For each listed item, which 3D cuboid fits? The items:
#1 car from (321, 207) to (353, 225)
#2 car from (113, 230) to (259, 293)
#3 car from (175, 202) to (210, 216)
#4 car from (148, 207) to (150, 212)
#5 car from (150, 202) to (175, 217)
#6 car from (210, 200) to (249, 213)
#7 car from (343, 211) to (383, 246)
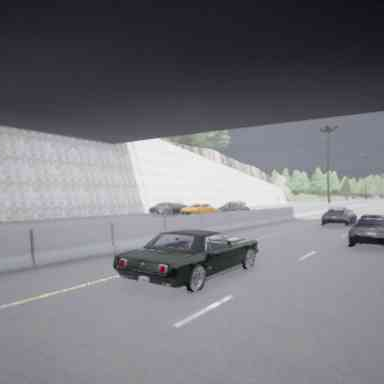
[{"bbox_3d":[11.619,1.867,26.216,1.994,1.385,4.181,0,-1,34],"label":"car"},{"bbox_3d":[0.164,1.712,9.357,1.895,1.301,4.718,0,-1,34],"label":"car"},{"bbox_3d":[0.695,1.895,35.380,1.882,1.535,5.008,-1,-1,34],"label":"car"},{"bbox_3d":[-3.409,2.001,41.775,1.837,1.490,4.892,-1,-1,34],"label":"car"},{"bbox_3d":[-1.999,1.936,37.641,2.128,1.511,4.902,0,-1,34],"label":"car"},{"bbox_3d":[4.154,1.754,34.237,2.097,1.767,4.553,0,-1,34],"label":"car"},{"bbox_3d":[8.684,1.745,15.667,1.994,1.385,4.181,0,-1,34],"label":"car"}]
